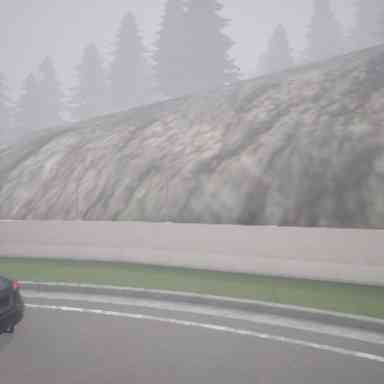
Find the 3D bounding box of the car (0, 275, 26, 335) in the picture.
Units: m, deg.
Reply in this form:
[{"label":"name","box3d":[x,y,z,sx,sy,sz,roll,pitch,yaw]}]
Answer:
[{"label":"car","box3d":[-4.772,1.613,4.950,4.181,1.385,1.994,-1,0,11]}]
